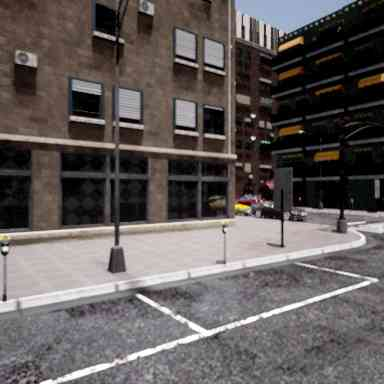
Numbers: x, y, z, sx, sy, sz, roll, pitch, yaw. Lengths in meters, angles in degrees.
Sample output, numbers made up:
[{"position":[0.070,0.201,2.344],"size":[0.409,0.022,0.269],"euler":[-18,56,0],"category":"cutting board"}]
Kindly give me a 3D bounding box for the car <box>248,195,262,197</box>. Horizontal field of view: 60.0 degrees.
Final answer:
[{"position":[6.534,1.073,38.222],"size":[1.967,1.590,4.097],"euler":[1,0,-36],"category":"car"}]

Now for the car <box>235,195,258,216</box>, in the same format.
[{"position":[3.141,1.233,28.669],"size":[1.752,1.417,4.829],"euler":[1,0,-36],"category":"car"}]

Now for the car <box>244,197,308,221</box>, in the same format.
[{"position":[6.330,1.333,24.314],"size":[2.008,1.369,4.403],"euler":[1,0,-36],"category":"car"}]
